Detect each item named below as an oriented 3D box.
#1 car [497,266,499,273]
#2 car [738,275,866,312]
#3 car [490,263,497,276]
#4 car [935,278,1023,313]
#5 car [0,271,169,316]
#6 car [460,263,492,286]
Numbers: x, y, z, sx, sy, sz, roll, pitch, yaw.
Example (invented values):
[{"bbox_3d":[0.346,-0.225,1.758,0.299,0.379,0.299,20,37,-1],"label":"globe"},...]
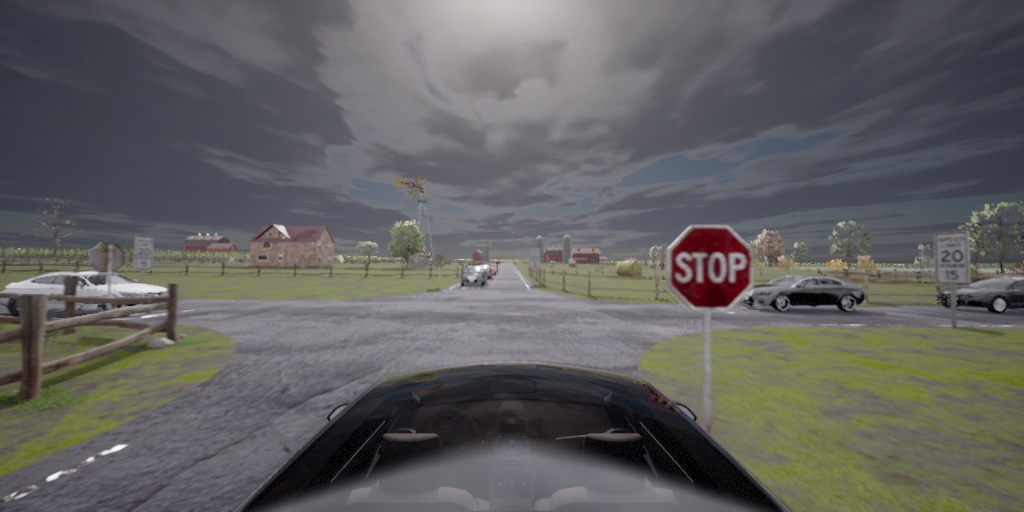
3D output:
[{"bbox_3d":[-3.177,1.701,48.751,2.097,1.767,4.553,0,-1,0],"label":"car"},{"bbox_3d":[12.698,1.597,15.874,4.902,1.511,2.128,1,-1,-3],"label":"car"},{"bbox_3d":[-3.108,1.714,38.761,2.128,1.511,4.902,0,-1,0],"label":"car"},{"bbox_3d":[22.098,1.717,16.105,4.892,1.490,1.837,1,-1,-1],"label":"car"},{"bbox_3d":[-14.551,1.247,12.422,4.674,1.442,1.812,1,-1,-1],"label":"car"},{"bbox_3d":[-3.052,1.594,29.420,2.128,1.511,4.902,0,-1,0],"label":"car"}]
